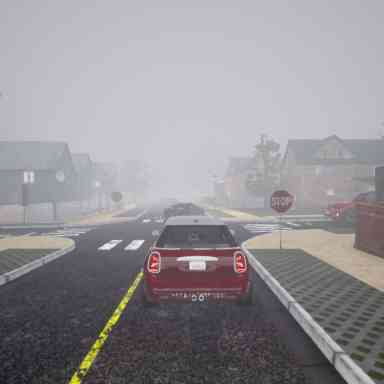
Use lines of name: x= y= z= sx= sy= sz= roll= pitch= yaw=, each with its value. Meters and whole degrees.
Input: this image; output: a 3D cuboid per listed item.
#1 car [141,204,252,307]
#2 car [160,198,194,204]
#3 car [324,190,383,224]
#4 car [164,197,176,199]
car: x=0.045 y=1.353 z=8.151 sx=2.097 sy=1.767 sz=4.553 roll=0 pitch=0 yaw=-1
car: x=-0.515 y=1.514 z=25.461 sx=1.882 sy=1.535 sz=5.008 roll=2 pitch=0 yaw=21
car: x=11.554 y=0.921 z=21.517 sx=5.566 sy=2.045 sz=2.150 roll=-1 pitch=0 yaw=1
car: x=-3.638 y=1.757 z=62.672 sx=1.837 sy=1.490 sz=4.892 roll=0 pitch=-1 yaw=-10
